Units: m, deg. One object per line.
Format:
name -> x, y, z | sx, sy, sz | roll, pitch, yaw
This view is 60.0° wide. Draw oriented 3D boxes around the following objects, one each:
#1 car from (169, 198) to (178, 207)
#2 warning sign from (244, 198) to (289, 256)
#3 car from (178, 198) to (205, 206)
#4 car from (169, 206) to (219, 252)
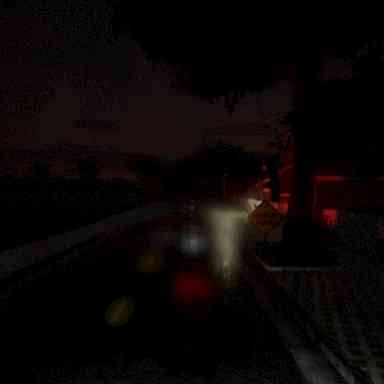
car -> -2.720, 1.670, 54.613 | 2.033, 1.411, 5.357 | 0, 0, 1
warning sign -> 2.521, 1.163, 11.456 | 1.300, 1.860, 1.060 | -1, -1, 0
car -> 0.105, 1.440, 29.239 | 2.097, 1.767, 4.553 | 0, 0, 0
car -> 0.086, 1.561, 14.257 | 1.837, 1.490, 4.892 | 0, 0, 0
